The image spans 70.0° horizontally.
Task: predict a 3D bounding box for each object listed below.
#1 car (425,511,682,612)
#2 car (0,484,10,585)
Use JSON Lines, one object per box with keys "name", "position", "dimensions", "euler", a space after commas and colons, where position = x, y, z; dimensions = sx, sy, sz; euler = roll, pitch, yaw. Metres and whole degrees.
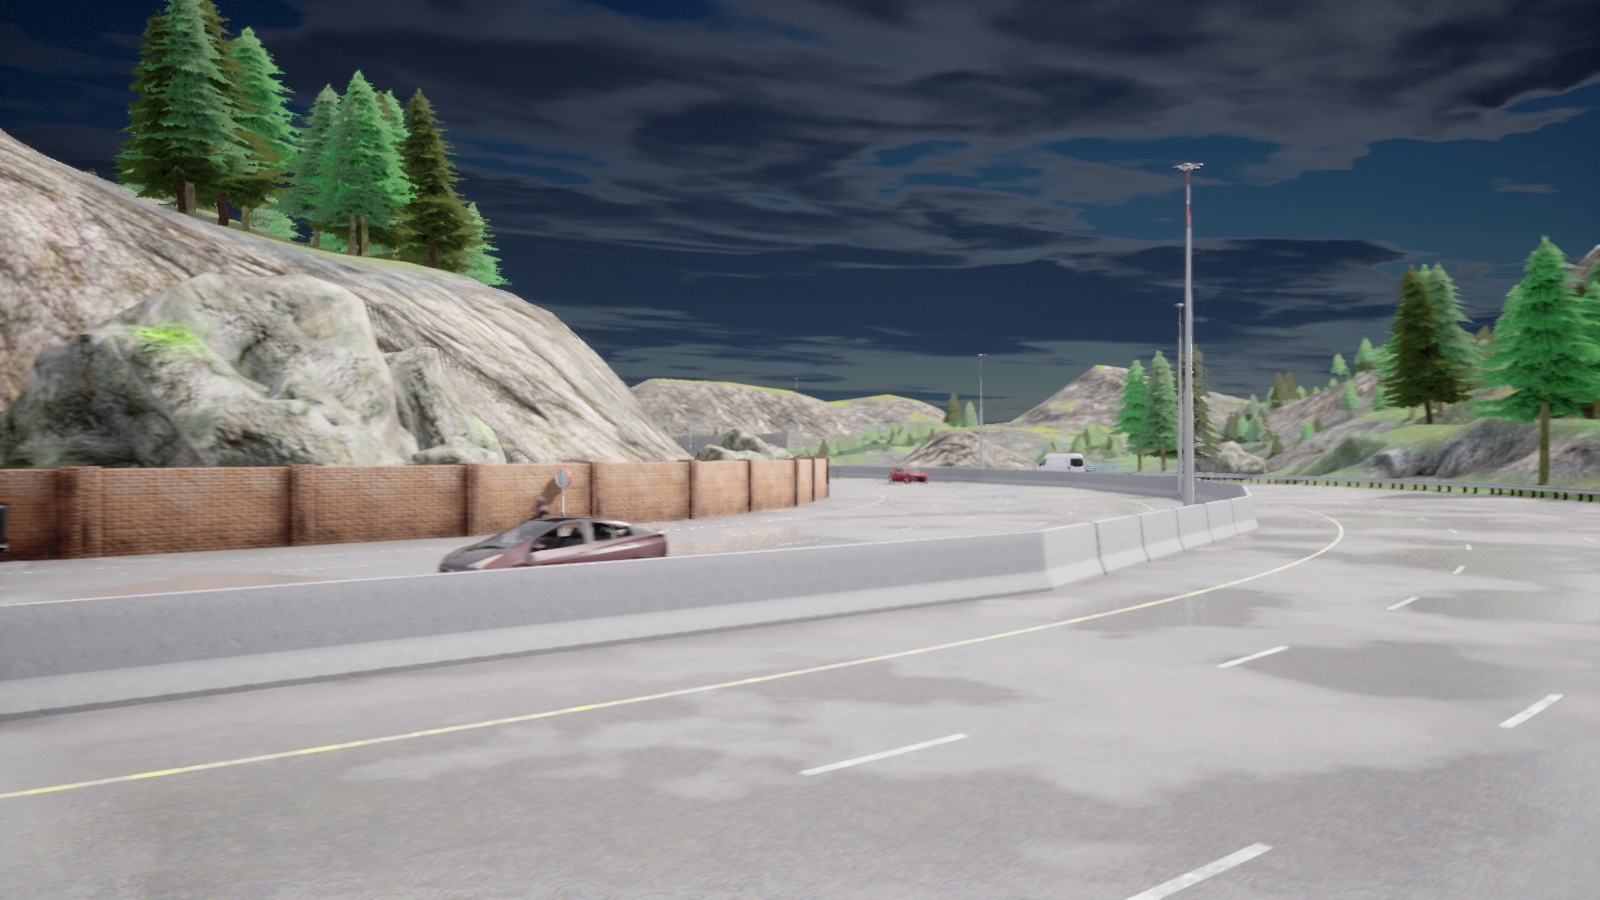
{"name": "car", "position": [-4.728, 2.079, 22.323], "dimensions": [4.514, 1.525, 2.007], "euler": [0, 0, -44]}
{"name": "car", "position": [-20.115, 1.826, 23.570], "dimensions": [6.274, 2.098, 2.390], "euler": [0, 0, -34]}
